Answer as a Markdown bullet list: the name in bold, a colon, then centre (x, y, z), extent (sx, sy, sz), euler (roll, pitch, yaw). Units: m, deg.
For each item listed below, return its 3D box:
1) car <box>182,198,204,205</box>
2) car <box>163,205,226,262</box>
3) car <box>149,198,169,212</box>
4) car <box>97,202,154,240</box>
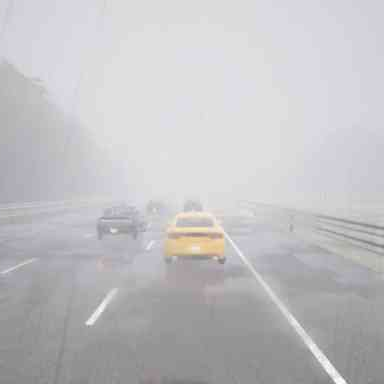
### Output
- **car**: centre (0.095, 1.397, 32.859), extent (1.837, 1.490, 4.892), euler (0, 1, 0)
- **car**: centre (0.097, 1.463, 12.011), extent (1.882, 1.535, 5.008), euler (0, 0, 0)
- **car**: centre (-3.406, 1.397, 32.911), extent (1.837, 1.490, 4.892), euler (0, 1, 0)
- **car**: centre (-3.403, 1.468, 16.886), extent (2.128, 1.511, 4.902), euler (0, 0, 0)
